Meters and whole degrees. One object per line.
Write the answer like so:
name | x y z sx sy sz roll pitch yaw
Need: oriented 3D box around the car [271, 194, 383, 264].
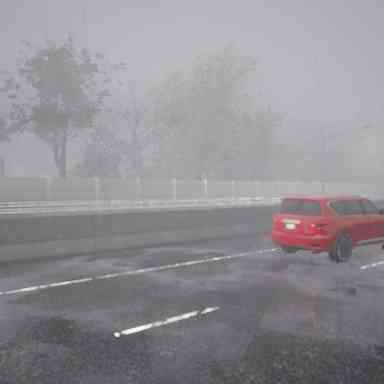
car | 5.203 1.126 11.747 5.566 2.045 2.150 -1 0 -35

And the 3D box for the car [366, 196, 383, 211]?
car | 21.120 1.185 36.199 4.892 1.490 1.837 0 0 -35

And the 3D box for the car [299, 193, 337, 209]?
car | 15.455 1.047 40.757 4.553 1.767 2.097 -1 0 -35

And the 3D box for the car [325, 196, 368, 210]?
car | 17.702 1.241 38.068 5.357 1.411 2.033 -1 0 -35
